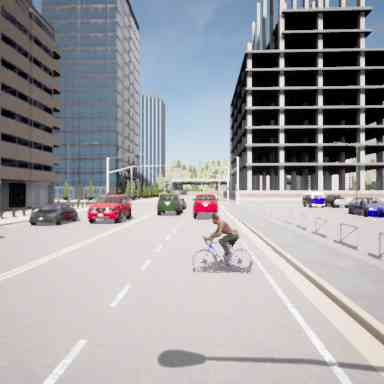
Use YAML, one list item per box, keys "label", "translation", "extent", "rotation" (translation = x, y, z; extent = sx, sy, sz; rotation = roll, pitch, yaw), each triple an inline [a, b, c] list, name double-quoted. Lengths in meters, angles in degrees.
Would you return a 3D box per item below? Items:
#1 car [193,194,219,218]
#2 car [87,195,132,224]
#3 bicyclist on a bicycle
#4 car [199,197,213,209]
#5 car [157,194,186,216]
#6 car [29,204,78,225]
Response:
- label: "car"
  translation: [1.245, 1.211, 30.111]
  extent: [2.150, 2.045, 5.566]
  rotation: [0, -1, 2]
- label: "car"
  translation: [-6.070, 1.221, 25.268]
  extent: [2.150, 2.045, 5.566]
  rotation: [0, 0, 3]
- label: "bicyclist on a bicycle"
  translation: [0.815, 1.439, 9.110]
  extent: [1.656, 1.620, 0.582]
  rotation: [-1, 0, 2]
- label: "car"
  translation: [1.875, 1.495, 45.471]
  extent: [1.837, 1.490, 4.892]
  rotation: [0, 0, 2]
- label: "car"
  translation: [-2.134, 1.215, 33.169]
  extent: [2.150, 2.045, 5.566]
  rotation: [0, 0, 3]
- label: "car"
  translation: [-9.713, 1.559, 23.607]
  extent: [1.994, 1.385, 4.181]
  rotation: [0, 0, 3]
